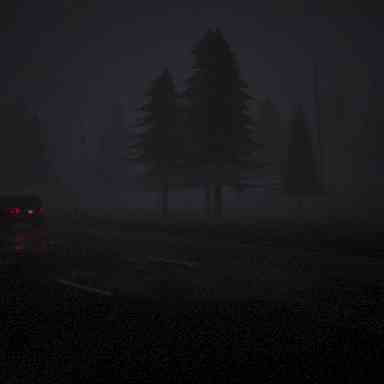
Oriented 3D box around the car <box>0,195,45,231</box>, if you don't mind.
[{"bbox_3d":[-11.380,1.207,20.611,5.566,2.045,2.150,0,0,36],"label":"car"}]
